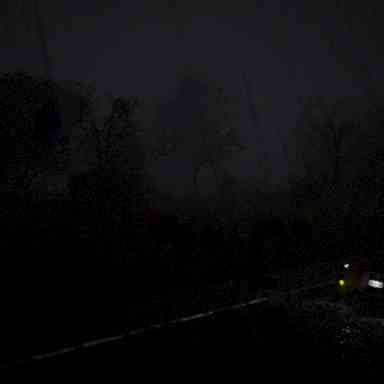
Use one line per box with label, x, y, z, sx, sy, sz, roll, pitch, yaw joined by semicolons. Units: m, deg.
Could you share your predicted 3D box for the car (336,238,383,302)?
car;5.213;1.622;7.603;4.181;1.385;1.994;1;0;-35
